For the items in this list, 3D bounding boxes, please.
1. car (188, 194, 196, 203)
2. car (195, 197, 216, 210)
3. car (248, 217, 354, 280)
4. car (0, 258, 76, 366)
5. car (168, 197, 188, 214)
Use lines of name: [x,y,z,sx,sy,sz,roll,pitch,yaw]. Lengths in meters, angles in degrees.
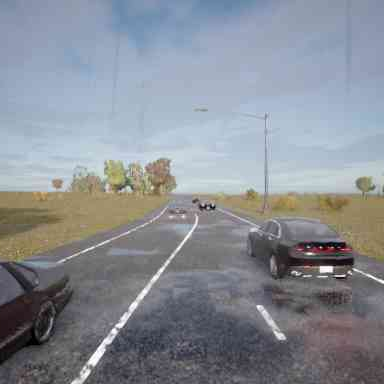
car: [0.818,1.585,68.476,1.895,1.301,4.718,0,0,-2]
car: [1.803,1.589,41.510,1.895,1.301,4.718,0,0,-2]
car: [2.953,1.504,9.953,1.837,1.490,4.892,0,0,-2]
car: [-3.144,1.546,3.652,2.033,1.411,5.357,0,0,4]
car: [-1.481,1.531,35.069,2.033,1.411,5.357,0,0,-2]
